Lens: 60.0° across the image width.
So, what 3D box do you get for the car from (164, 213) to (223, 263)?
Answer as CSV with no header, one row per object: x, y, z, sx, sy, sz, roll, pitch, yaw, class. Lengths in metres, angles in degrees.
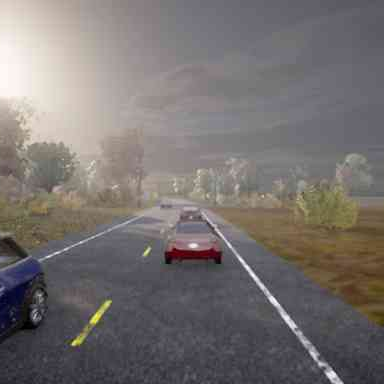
0.037,1.700,12.581,1.994,1.385,4.181,0,-1,0,car

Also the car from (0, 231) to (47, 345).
-3.611,1.396,4.000,2.097,1.767,4.553,0,-1,0,car

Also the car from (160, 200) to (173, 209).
-4.313,2.084,56.261,1.882,1.535,5.008,0,0,-1,car

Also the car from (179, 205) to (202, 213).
-0.116,1.831,28.378,1.812,1.442,4.674,0,-1,-1,car
